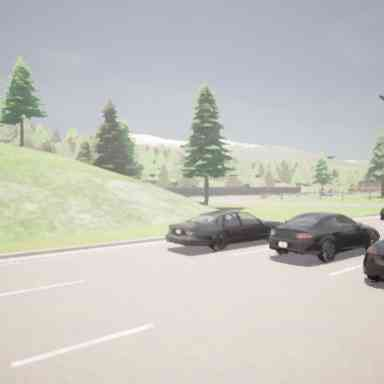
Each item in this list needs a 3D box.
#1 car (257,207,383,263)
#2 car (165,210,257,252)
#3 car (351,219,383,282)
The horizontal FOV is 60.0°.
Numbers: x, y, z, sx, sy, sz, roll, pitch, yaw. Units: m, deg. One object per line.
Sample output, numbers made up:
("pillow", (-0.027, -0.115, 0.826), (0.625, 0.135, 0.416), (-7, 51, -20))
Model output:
("car", (4.612, 1.404, 11.458), (4.674, 1.442, 1.812), (-1, 0, -36))
("car", (1.535, 1.455, 13.539), (5.357, 1.411, 2.033), (-1, 0, -36))
("car", (6.055, 1.441, 8.179), (4.181, 1.385, 1.994), (-1, 0, -36))
